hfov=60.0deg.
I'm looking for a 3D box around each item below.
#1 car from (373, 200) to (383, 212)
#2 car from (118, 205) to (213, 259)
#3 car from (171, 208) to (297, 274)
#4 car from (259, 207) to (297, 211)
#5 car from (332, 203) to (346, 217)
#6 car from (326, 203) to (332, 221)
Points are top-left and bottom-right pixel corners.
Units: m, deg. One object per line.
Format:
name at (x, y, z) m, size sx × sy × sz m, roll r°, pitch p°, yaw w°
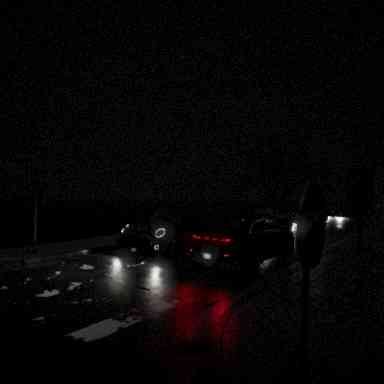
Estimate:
car at (24.379, 1.809, 43.078) m, size 2.097 × 1.767 × 4.553 m, roll 1°, pitch 0°, yaw 35°
car at (-0.580, 1.295, 12.503) m, size 2.097 × 1.767 × 4.553 m, roll 1°, pitch 0°, yaw 35°
car at (1.787, 1.495, 10.742) m, size 2.128 × 1.511 × 4.902 m, roll 1°, pitch 0°, yaw 35°
car at (4.469, 1.614, 19.736) m, size 1.994 × 1.385 × 4.181 m, roll 1°, pitch 0°, yaw 35°
car at (15.469, 1.833, 35.427) m, size 1.994 × 1.385 × 4.181 m, roll 1°, pitch 0°, yaw 35°
car at (9.765, 1.661, 27.301) m, size 1.837 × 1.490 × 4.892 m, roll 1°, pitch 0°, yaw 35°
